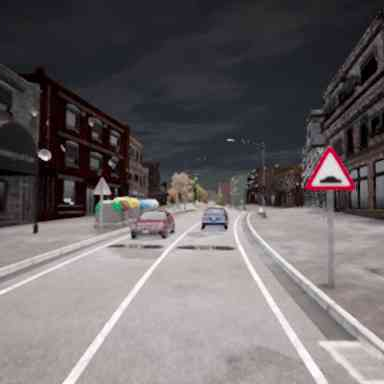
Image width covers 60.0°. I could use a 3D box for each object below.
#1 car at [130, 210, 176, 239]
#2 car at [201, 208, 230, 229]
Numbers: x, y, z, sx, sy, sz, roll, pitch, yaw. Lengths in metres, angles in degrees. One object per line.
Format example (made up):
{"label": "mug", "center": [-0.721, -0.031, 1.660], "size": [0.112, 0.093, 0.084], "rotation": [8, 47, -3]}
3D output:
{"label": "car", "center": [-2.059, 1.743, 18.707], "size": [1.812, 1.442, 4.674], "rotation": [0, -1, 6]}
{"label": "car", "center": [1.765, 1.853, 24.354], "size": [2.033, 1.411, 5.357], "rotation": [0, -1, 7]}
